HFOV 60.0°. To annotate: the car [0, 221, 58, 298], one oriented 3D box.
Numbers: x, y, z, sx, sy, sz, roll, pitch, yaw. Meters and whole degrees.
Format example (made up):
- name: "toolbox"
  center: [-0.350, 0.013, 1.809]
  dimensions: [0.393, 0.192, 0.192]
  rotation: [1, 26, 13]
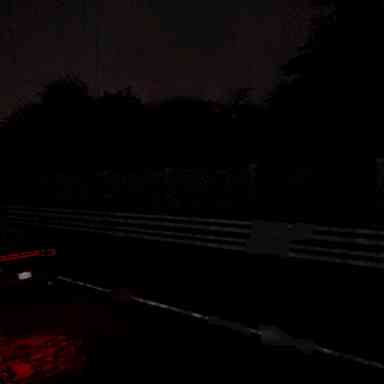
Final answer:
- name: "car"
  center: [-5.143, 1.389, 7.670]
  dimensions: [5.008, 1.535, 1.882]
  rotation: [1, 0, 36]
